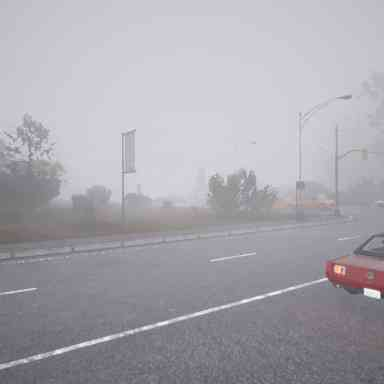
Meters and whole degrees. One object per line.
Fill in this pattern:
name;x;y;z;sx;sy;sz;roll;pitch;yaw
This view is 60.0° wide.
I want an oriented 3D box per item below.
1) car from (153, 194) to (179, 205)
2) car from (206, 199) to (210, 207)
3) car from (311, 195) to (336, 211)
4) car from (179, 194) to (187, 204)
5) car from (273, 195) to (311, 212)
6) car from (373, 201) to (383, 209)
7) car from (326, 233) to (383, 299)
car;-4.592;1.371;54.524;1.994;1.385;4.181;-1;1;-39
car;3.974;1.281;43.872;1.882;1.535;5.008;-1;0;-39
car;13.785;1.121;37.284;2.097;1.767;4.553;-1;0;-39
car;-2.681;1.133;57.737;2.097;1.767;4.553;-1;0;-39
car;9.948;1.276;36.466;1.882;1.535;5.008;-1;0;-39
car;22.945;1.308;37.145;4.718;1.301;1.895;0;0;39
car;5.133;1.569;7.433;4.718;1.301;1.895;0;0;-36
